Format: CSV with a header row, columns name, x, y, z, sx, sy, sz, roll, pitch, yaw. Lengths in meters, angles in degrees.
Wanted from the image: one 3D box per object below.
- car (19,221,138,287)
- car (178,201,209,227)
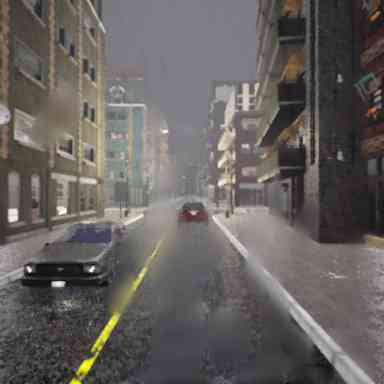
name,x,y,z,sx,sy,sz,roll,pitch,yaw
car,-2.813,1.574,9.691,2.033,1.411,5.357,0,0,0
car,0.094,1.426,23.815,2.097,1.767,4.553,0,0,0
